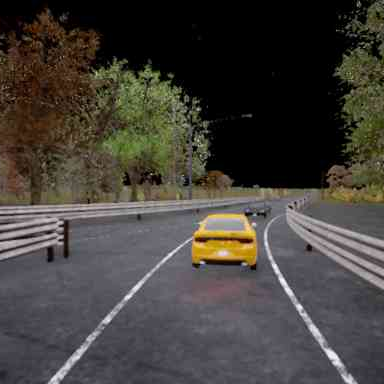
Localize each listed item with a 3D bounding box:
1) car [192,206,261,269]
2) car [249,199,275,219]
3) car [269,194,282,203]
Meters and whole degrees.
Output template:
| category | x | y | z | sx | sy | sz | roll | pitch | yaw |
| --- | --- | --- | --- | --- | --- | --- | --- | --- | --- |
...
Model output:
| category | x | y | z | sx | sy | sz | roll | pitch | yaw |
| --- | --- | --- | --- | --- | --- | --- | --- | --- | --- |
| car | 1.189 | 1.484 | 11.387 | 1.882 | 1.535 | 5.008 | 0 | 0 | 8 |
| car | 6.066 | 1.617 | 30.060 | 1.895 | 1.301 | 4.718 | 1 | 0 | 20 |
| car | 17.291 | 1.304 | 68.953 | 2.097 | 1.767 | 4.553 | 1 | 0 | 21 |
